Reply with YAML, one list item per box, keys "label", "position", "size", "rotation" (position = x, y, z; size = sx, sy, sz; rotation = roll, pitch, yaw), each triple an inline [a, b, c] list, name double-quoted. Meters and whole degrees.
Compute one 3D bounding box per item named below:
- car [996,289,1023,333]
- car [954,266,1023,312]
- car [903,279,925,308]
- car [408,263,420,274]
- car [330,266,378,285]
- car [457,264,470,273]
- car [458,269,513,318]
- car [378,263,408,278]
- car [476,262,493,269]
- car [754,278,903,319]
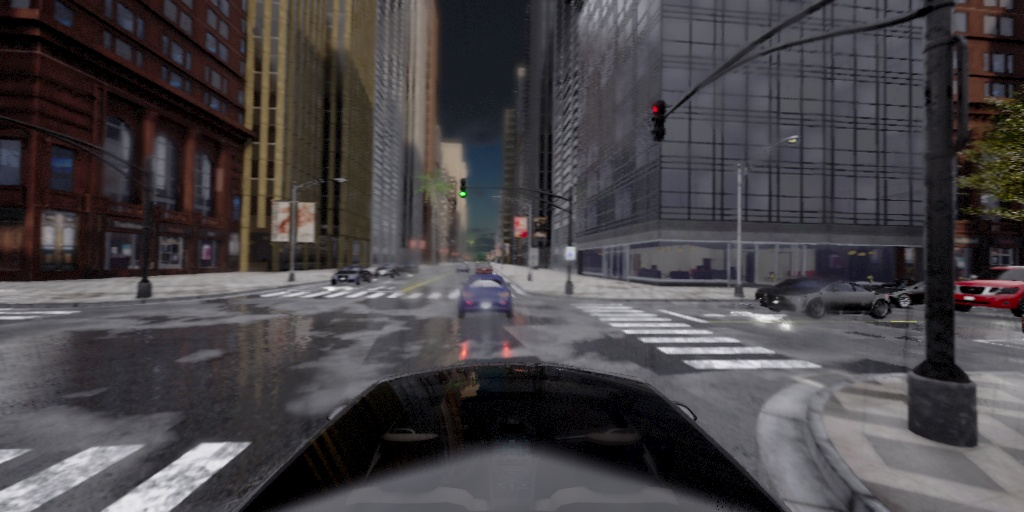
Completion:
- label: "car"
  position: [14.666, 1.571, 8.502]
  size: [4.207, 1.307, 1.802]
  rotation: [0, 0, -5]
- label: "car"
  position: [21.467, 1.420, 14.952]
  size: [5.566, 2.045, 2.150]
  rotation: [1, -1, -5]
- label: "car"
  position: [19.479, 1.784, 17.518]
  size: [4.313, 1.339, 1.948]
  rotation: [0, 0, -5]
- label: "car"
  position: [-13.590, 1.683, 48.071]
  size: [2.033, 1.411, 5.357]
  rotation: [1, -1, -5]
- label: "car"
  position: [-12.030, 1.433, 27.187]
  size: [1.994, 1.385, 4.181]
  rotation: [1, -1, -4]
- label: "car"
  position: [-7.652, 1.931, 56.702]
  size: [1.994, 1.385, 4.181]
  rotation: [1, -1, -4]
- label: "car"
  position: [-0.977, 1.395, 13.377]
  size: [1.812, 1.442, 4.674]
  rotation: [1, -1, -4]
- label: "car"
  position: [-12.814, 1.487, 37.443]
  size: [2.128, 1.511, 4.902]
  rotation: [1, -1, -4]
- label: "car"
  position: [-3.530, 1.630, 45.828]
  size: [2.097, 1.767, 4.553]
  rotation: [1, -1, -5]
- label: "car"
  position: [12.199, 1.621, 14.074]
  size: [4.181, 1.385, 1.994]
  rotation: [1, -1, -6]
